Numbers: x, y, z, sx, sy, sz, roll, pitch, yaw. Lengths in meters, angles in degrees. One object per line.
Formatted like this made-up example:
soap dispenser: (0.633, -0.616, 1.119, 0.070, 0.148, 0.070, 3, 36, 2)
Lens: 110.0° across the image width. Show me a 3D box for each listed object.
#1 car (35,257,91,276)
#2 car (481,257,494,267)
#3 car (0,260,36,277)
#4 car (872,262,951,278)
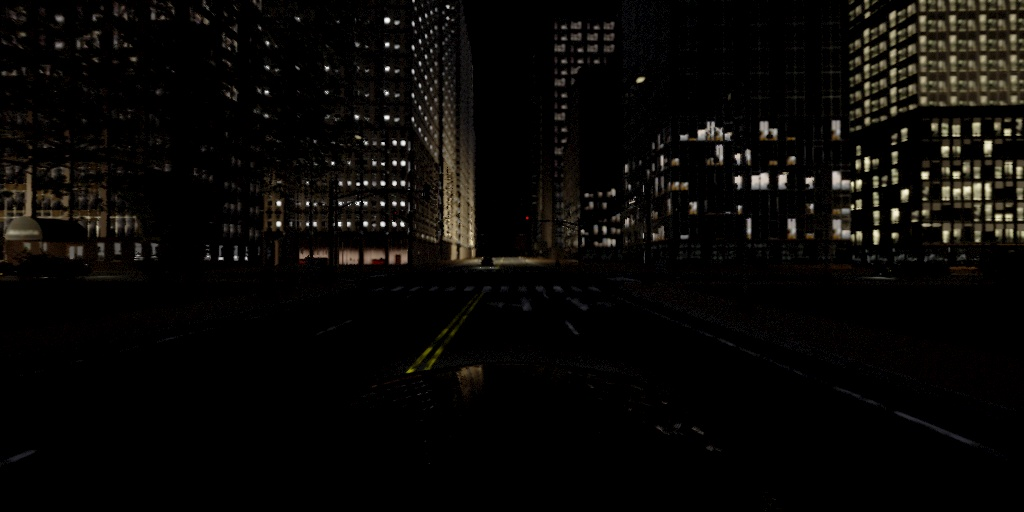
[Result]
car: (-39.942, 0.883, 31.407, 4.553, 1.767, 2.097, 0, -1, 2)
car: (-3.919, 0.949, 57.094, 1.882, 1.535, 5.008, 0, 1, -1)
car: (-40.918, 1.062, 28.182, 4.181, 1.385, 1.994, 0, -1, 2)
car: (35.761, 1.224, 32.131, 5.357, 1.411, 2.033, 0, -1, 2)
